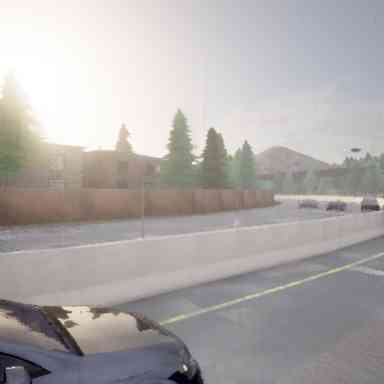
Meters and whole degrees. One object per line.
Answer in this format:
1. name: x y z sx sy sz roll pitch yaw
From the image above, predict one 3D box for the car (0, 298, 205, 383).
1. car: -1.925 1.565 2.543 4.181 1.385 1.994 0 0 -36
